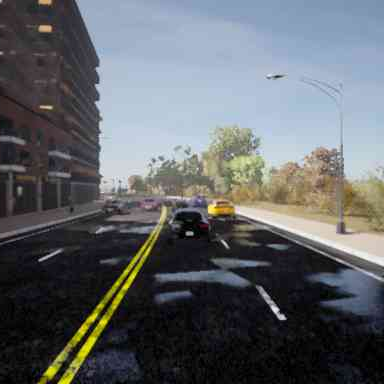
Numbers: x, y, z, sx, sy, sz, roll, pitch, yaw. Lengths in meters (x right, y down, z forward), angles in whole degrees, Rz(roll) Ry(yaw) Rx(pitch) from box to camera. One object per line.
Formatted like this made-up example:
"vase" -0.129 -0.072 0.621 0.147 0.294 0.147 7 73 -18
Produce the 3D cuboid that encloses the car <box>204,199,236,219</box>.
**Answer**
"car" 2.477 1.422 28.630 1.882 1.535 5.008 0 -1 -3

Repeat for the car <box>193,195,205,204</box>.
"car" 0.909 1.255 47.853 2.097 1.767 4.553 0 0 -5

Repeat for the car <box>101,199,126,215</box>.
"car" -7.759 1.482 33.148 1.837 1.490 4.892 0 0 -4

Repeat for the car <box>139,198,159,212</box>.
"car" -4.904 1.477 38.625 1.812 1.442 4.674 0 0 -4

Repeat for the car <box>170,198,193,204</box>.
"car" -1.364 1.431 37.443 2.128 1.511 4.902 0 0 -4

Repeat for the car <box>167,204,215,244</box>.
"car" -0.171 1.504 15.647 1.812 1.442 4.674 0 0 -2
